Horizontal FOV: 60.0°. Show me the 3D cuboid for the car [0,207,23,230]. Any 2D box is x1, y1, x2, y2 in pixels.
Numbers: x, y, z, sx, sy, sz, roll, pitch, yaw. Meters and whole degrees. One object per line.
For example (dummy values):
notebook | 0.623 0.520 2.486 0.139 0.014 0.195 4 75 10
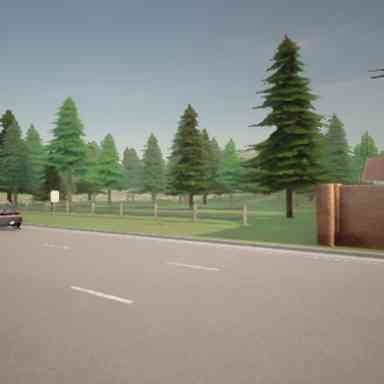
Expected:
car | -13.096 1.734 21.960 4.902 1.511 2.128 -1 0 36
